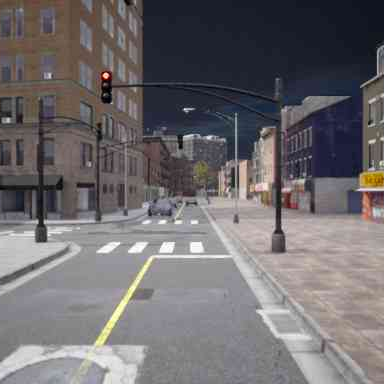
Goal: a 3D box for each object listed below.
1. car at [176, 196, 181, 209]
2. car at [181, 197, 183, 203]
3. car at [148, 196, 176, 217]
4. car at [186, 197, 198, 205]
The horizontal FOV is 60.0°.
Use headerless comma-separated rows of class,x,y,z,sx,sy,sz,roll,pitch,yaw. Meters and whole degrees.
car,-2.892,1.505,45.525,1.837,1.490,4.892,0,0,0
car,-2.819,1.527,66.769,1.837,1.490,4.892,0,0,0
car,-2.880,1.350,31.197,2.097,1.767,4.553,0,0,0
car,-0.056,1.569,57.023,1.994,1.385,4.181,0,0,0
